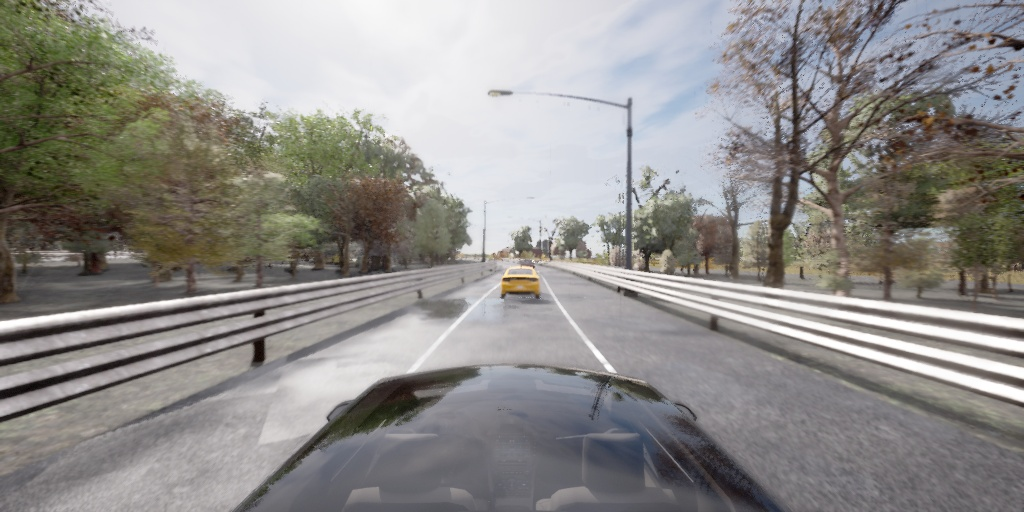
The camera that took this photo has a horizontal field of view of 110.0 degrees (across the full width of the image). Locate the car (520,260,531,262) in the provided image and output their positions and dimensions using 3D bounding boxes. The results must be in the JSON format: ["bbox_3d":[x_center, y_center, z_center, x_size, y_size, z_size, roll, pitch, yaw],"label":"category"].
[{"bbox_3d":[1.639,1.234,43.831,2.097,1.767,4.553,0,0,1],"label":"car"}]

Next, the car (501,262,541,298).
[{"bbox_3d":[0.488,1.282,18.858,1.882,1.535,5.008,0,0,3],"label":"car"}]
